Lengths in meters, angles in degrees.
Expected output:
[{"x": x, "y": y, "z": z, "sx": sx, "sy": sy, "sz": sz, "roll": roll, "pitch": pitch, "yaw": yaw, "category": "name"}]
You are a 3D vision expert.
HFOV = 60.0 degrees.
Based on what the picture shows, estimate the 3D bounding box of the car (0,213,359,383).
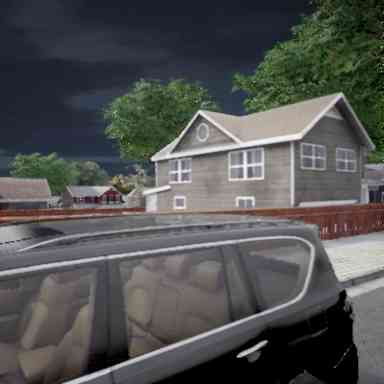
[{"x": -1.045, "y": 1.235, "z": 2.333, "sx": 5.566, "sy": 2.045, "sz": 2.150, "roll": 0, "pitch": 0, "yaw": -36, "category": "car"}]
